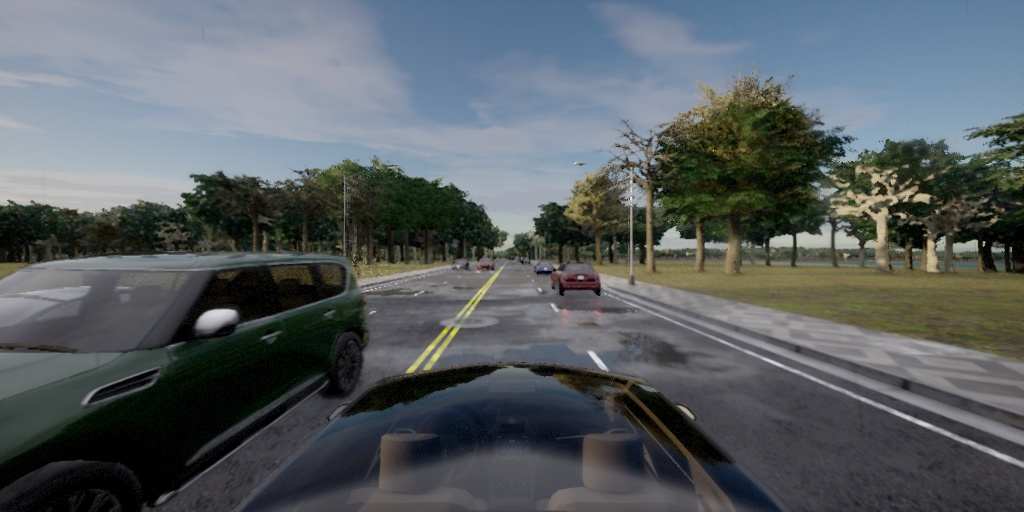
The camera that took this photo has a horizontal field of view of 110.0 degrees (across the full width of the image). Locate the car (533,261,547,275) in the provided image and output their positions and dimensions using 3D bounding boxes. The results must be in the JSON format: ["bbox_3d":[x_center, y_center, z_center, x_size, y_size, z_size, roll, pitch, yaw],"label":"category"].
[{"bbox_3d":[3.345,1.243,37.495,1.994,1.385,4.181,0,0,0],"label":"car"}]

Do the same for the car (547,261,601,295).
[{"bbox_3d":[3.347,1.063,19.547,2.097,1.767,4.553,0,0,0],"label":"car"}]

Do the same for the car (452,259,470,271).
[{"bbox_3d":[-6.590,1.158,46.661,2.128,1.511,4.902,0,0,0],"label":"car"}]

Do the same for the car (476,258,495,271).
[{"bbox_3d":[-3.339,1.020,46.057,2.097,1.767,4.553,0,0,0],"label":"car"}]

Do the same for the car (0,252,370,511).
[{"bbox_3d":[-3.350,0.967,3.554,2.150,2.045,5.566,0,0,0],"label":"car"}]
